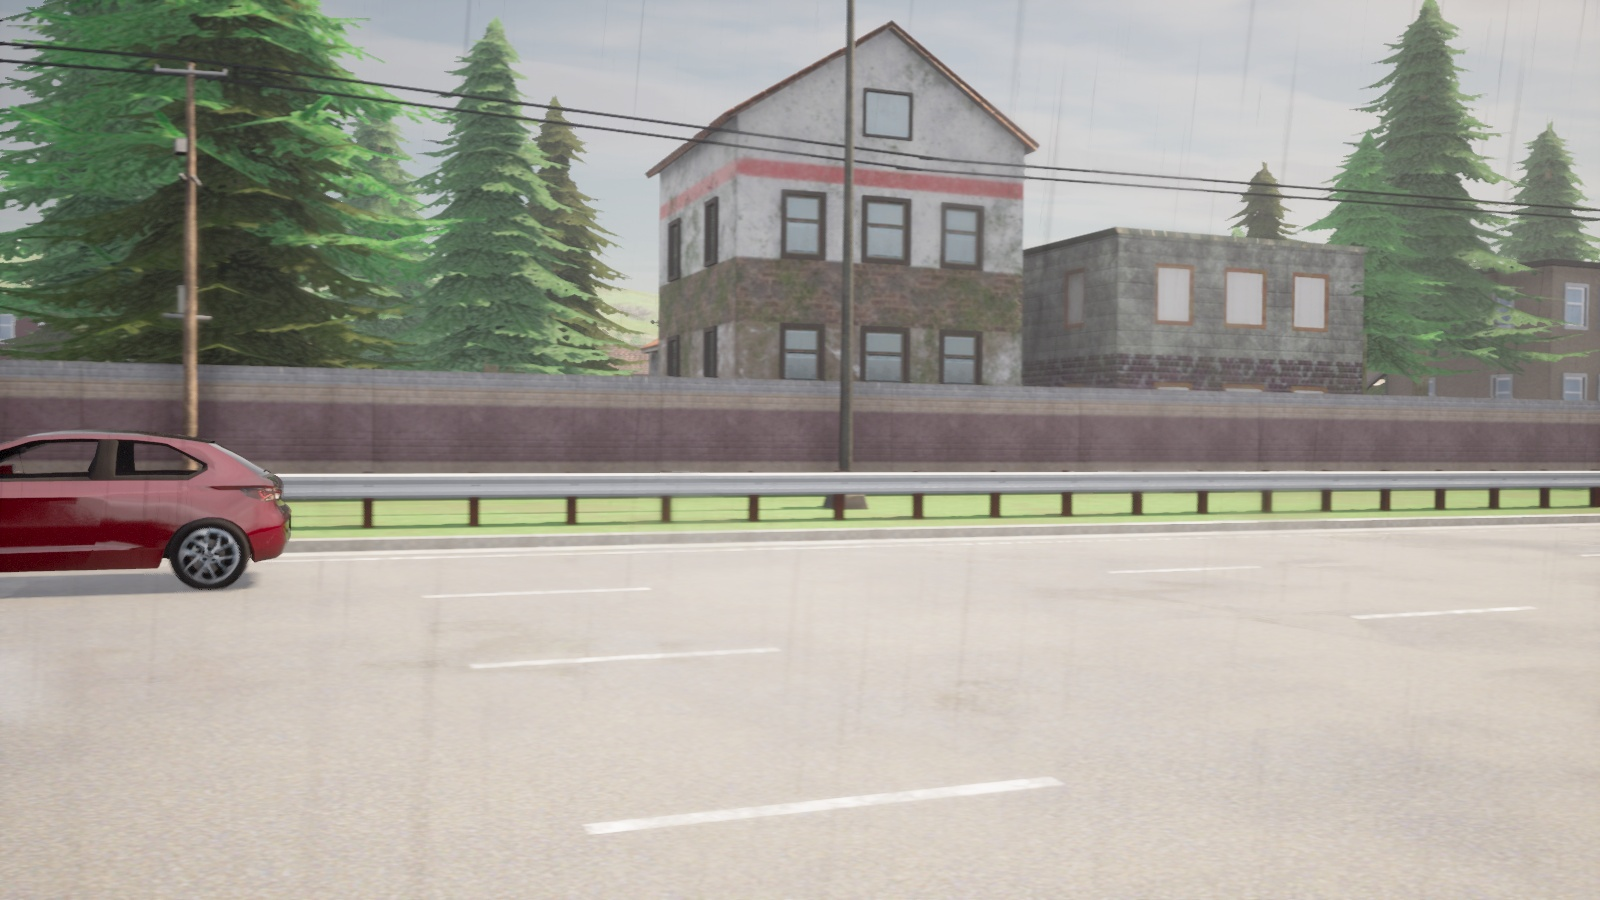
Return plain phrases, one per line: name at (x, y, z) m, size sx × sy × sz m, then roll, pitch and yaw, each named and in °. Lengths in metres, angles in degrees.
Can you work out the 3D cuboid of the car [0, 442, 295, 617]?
car at (-7.031, 0.696, 11.801) m, size 4.193 × 1.474 × 1.816 m, roll -1°, pitch 1°, yaw -21°
